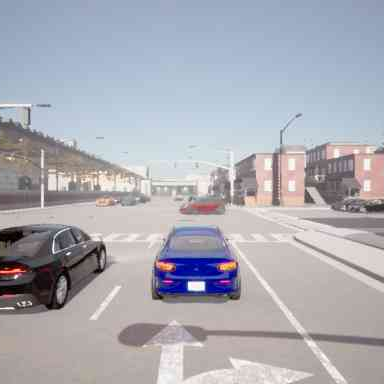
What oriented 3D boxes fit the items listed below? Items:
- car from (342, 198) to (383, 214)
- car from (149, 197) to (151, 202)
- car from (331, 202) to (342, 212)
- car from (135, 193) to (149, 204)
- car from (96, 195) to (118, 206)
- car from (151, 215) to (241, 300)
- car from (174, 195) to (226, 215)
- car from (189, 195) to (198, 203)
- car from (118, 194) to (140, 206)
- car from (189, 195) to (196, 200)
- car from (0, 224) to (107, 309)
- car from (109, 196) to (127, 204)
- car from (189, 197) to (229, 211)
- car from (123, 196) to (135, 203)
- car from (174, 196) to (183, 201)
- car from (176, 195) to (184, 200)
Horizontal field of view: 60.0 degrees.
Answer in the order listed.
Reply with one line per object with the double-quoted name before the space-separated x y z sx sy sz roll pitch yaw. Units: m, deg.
"car" 18.840 1.491 34.575 4.902 1.511 2.128 0 0 0
"car" -10.330 1.552 75.119 1.994 1.385 4.181 0 0 0
"car" 18.459 1.506 38.079 4.892 1.490 1.837 0 0 0
"car" -10.382 1.221 65.251 2.150 2.045 5.566 0 0 0
"car" -13.956 1.352 53.684 2.097 1.767 4.553 0 0 0
"car" 0.096 1.526 8.286 1.812 1.442 4.674 0 0 0
"car" 0.939 1.352 32.703 4.553 1.767 2.097 0 0 -21
"car" 0.256 1.477 69.975 1.882 1.535 5.008 0 0 0
"car" -10.450 1.547 55.389 2.033 1.411 5.357 0 0 0
"car" 0.209 1.595 92.091 1.895 1.301 4.718 0 0 0
"car" -3.411 1.505 7.831 1.837 1.490 4.892 0 0 0
"car" -13.907 1.491 62.733 2.128 1.511 4.902 0 0 1
"car" 2.043 1.506 41.556 4.892 1.490 1.837 0 3 44
"car" -13.835 1.524 72.947 1.812 1.442 4.674 0 0 0
"car" -3.314 1.595 82.153 1.895 1.301 4.718 0 0 0
"car" -3.291 1.524 92.199 1.812 1.442 4.674 0 0 0
